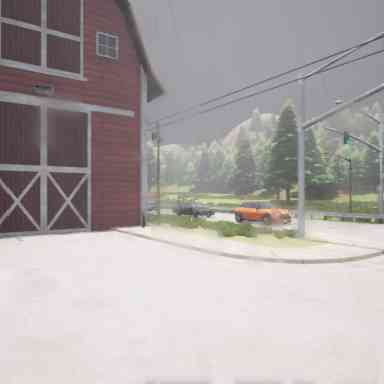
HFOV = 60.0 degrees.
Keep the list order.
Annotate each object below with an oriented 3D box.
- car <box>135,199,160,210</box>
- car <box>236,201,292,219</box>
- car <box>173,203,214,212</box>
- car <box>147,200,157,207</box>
[{"bbox_3d":[-6.640,1.847,49.556,1.812,1.442,4.674,0,0,-34],"label":"car"},{"bbox_3d":[5.405,1.524,25.577,2.097,1.767,4.553,0,0,-34],"label":"car"},{"bbox_3d":[0.026,1.770,33.435,2.033,1.411,5.357,0,0,-34],"label":"car"},{"bbox_3d":[-5.594,1.839,41.650,1.994,1.385,4.181,0,0,-35],"label":"car"}]
